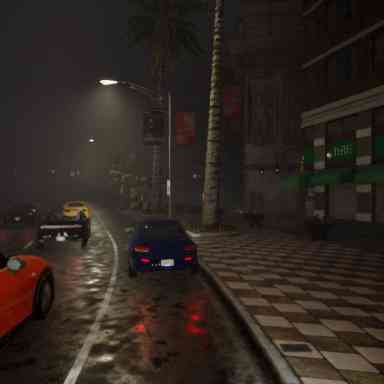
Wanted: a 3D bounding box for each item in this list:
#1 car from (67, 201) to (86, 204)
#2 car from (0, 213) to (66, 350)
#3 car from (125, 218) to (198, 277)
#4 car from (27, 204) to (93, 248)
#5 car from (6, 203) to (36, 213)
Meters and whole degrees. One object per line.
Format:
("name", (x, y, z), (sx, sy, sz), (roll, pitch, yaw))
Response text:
("car", (-9.164, 1.470, 26.374), (1.882, 1.535, 5.008), (0, 0, -18))
("car", (-3.483, 1.349, 4.332), (2.097, 1.767, 4.553), (0, 0, -4))
("car", (-1.034, 1.525, 10.202), (1.812, 1.442, 4.674), (0, 0, -11))
("car", (-5.449, 1.488, 14.566), (2.128, 1.511, 4.902), (0, 0, -15))
("car", (-11.654, 1.515, 23.057), (1.812, 1.442, 4.674), (0, 0, -18))
